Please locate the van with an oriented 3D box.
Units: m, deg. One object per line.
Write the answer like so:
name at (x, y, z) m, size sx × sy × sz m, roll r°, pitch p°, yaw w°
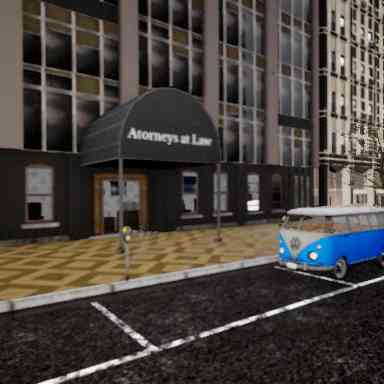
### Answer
van at (4.214, 1.323, 9.572) m, size 3.998 × 1.788 × 1.690 m, roll 0°, pitch 0°, yaw -36°
